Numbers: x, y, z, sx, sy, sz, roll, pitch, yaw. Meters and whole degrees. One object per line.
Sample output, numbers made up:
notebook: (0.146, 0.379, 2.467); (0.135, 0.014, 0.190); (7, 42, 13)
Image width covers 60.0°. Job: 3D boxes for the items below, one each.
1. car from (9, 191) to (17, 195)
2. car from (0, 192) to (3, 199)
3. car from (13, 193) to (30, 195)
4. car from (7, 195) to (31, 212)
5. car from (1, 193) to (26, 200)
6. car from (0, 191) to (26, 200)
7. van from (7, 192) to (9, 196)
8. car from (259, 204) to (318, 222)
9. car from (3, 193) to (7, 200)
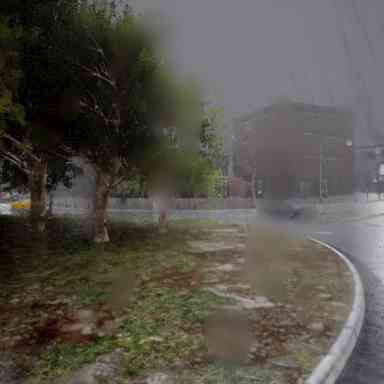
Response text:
car: (-33.387, 1.159, 66.642); (4.553, 1.767, 2.185); (0, 1, -37)
car: (-40.111, 1.151, 75.660); (5.008, 1.535, 2.097); (0, 1, -37)
car: (-30.202, 1.356, 62.239); (4.792, 1.488, 2.163); (0, 0, -37)
car: (-19.783, 1.465, 39.717); (5.008, 1.535, 1.882); (0, 0, 39)
car: (-41.682, 1.116, 77.800); (4.892, 1.521, 2.231); (0, 1, -37)
car: (-43.314, 0.827, 80.044); (5.566, 2.045, 2.435); (0, 1, -37)
van: (-35.236, 1.031, 68.890); (4.442, 1.987, 1.878); (0, 1, -37)
car: (7.519, 1.600, 26.584); (1.895, 1.301, 4.718); (0, 0, -30)
car: (-38.353, 1.064, 73.347); (4.553, 1.767, 2.185); (0, 1, -37)
